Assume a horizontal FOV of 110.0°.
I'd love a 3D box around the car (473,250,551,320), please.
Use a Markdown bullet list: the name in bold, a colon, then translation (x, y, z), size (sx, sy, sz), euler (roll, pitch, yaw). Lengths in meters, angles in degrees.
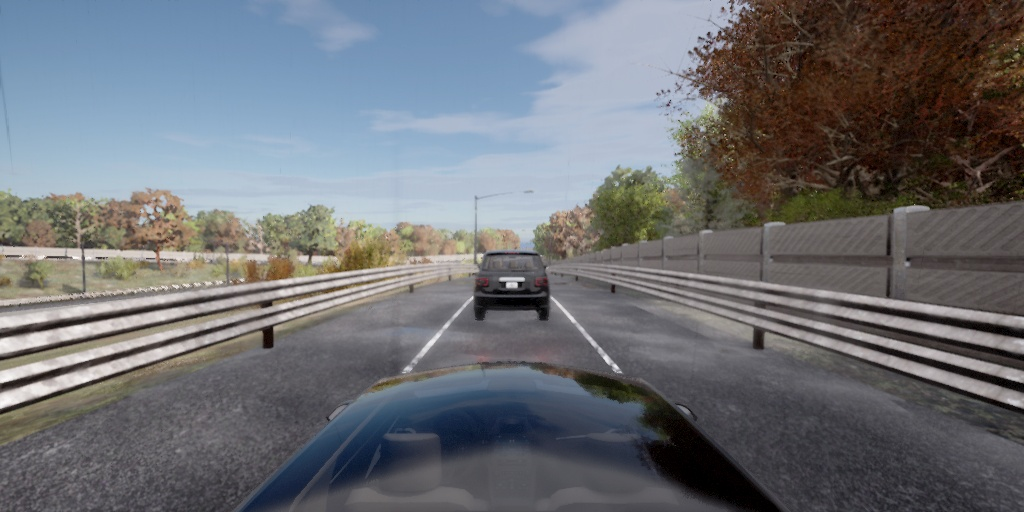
- **car**: translation (0.009, 0.813, 11.921), size (2.150, 2.045, 5.566), euler (0, 1, 0)
